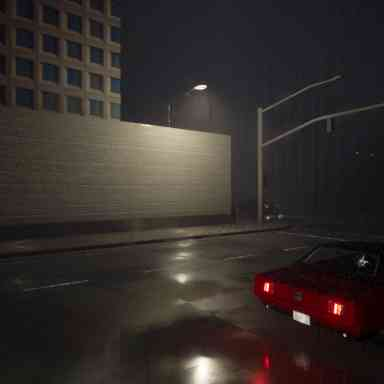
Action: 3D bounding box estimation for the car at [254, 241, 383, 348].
[{"bbox_3d":[3.467,1.601,6.259,4.718,1.301,1.895,0,0,-35],"label":"car"}]

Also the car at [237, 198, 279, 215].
[{"bbox_3d":[6.863,1.407,34.721,2.097,1.767,4.553,0,0,-35],"label":"car"}]
